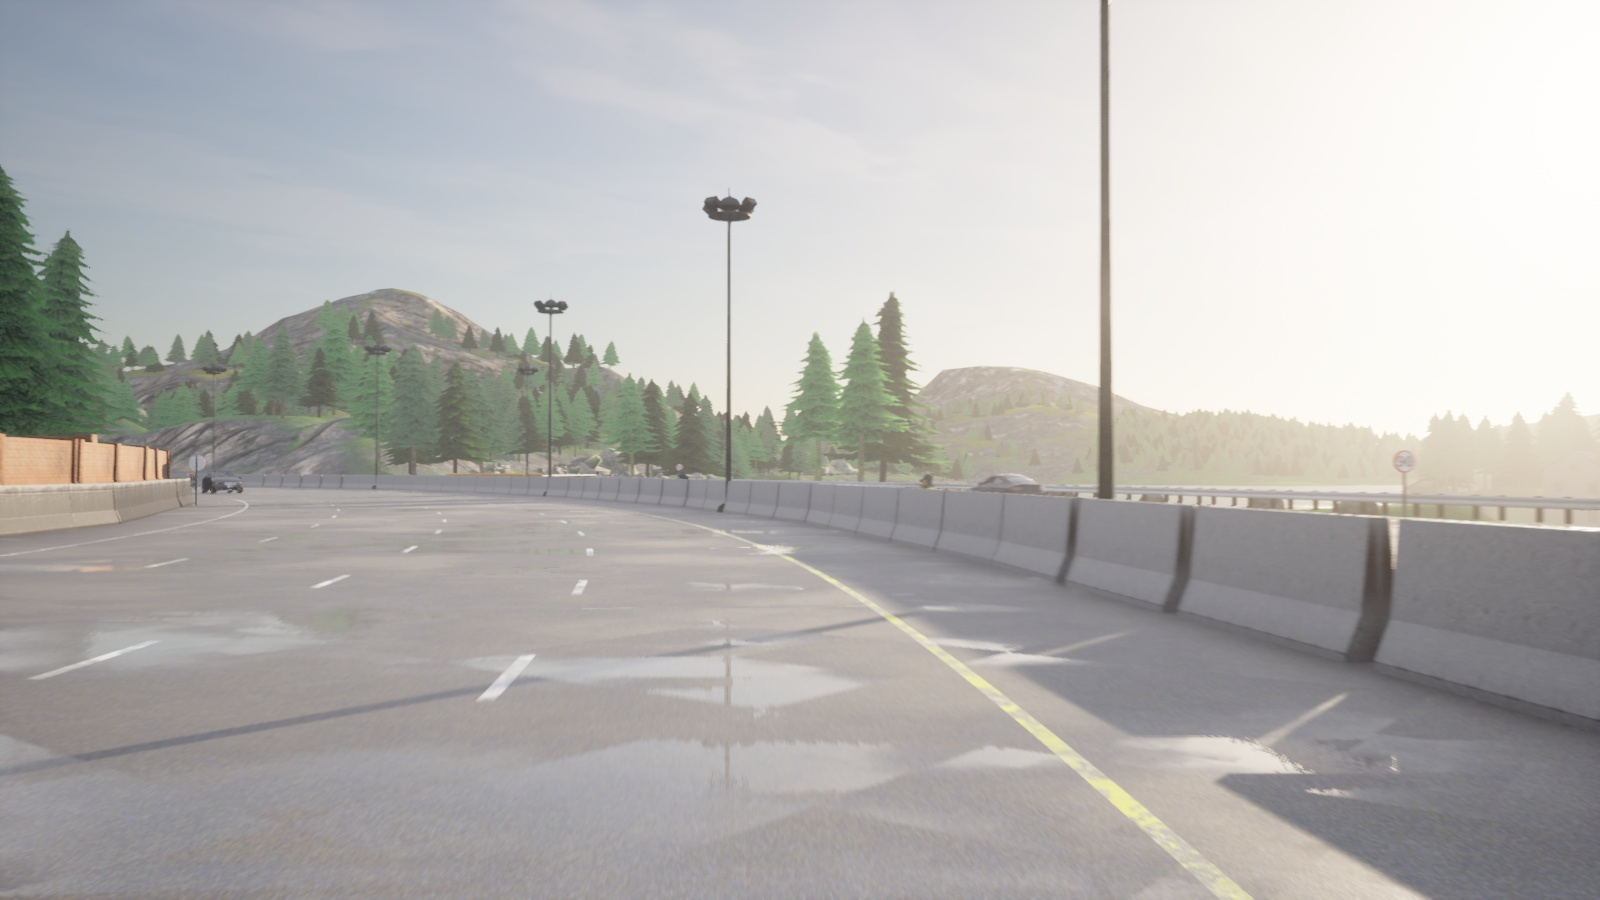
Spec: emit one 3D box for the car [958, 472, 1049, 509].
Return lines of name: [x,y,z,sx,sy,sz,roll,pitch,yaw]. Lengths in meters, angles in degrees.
car: [8.492,1.665,52.772,1.812,1.442,4.674,0,-1,-19]

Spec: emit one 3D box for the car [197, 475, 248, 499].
car: [-37.930,2.395,82.467,2.128,1.511,4.902,0,-1,-36]
